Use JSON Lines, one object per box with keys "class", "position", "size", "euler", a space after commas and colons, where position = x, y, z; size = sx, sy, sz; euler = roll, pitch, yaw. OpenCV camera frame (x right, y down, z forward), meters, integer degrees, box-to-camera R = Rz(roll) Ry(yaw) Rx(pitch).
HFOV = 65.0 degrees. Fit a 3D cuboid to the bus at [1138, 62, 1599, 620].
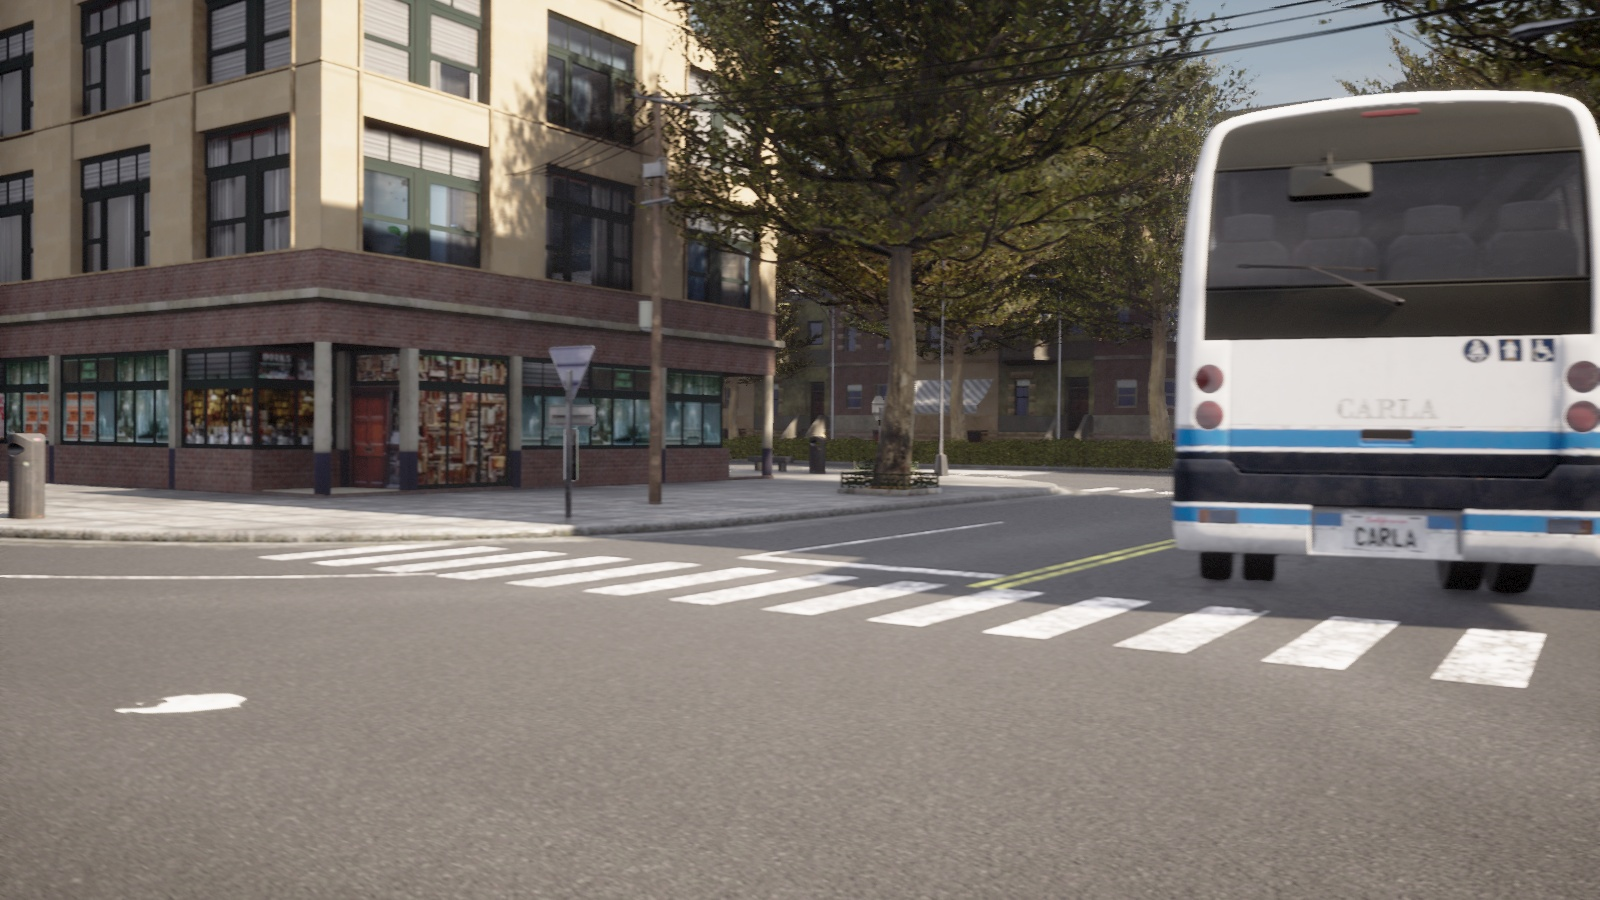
{"class": "bus", "position": [6.494, -0.907, 14.895], "size": [3.944, 4.253, 10.273], "euler": [0, 1, 20]}
